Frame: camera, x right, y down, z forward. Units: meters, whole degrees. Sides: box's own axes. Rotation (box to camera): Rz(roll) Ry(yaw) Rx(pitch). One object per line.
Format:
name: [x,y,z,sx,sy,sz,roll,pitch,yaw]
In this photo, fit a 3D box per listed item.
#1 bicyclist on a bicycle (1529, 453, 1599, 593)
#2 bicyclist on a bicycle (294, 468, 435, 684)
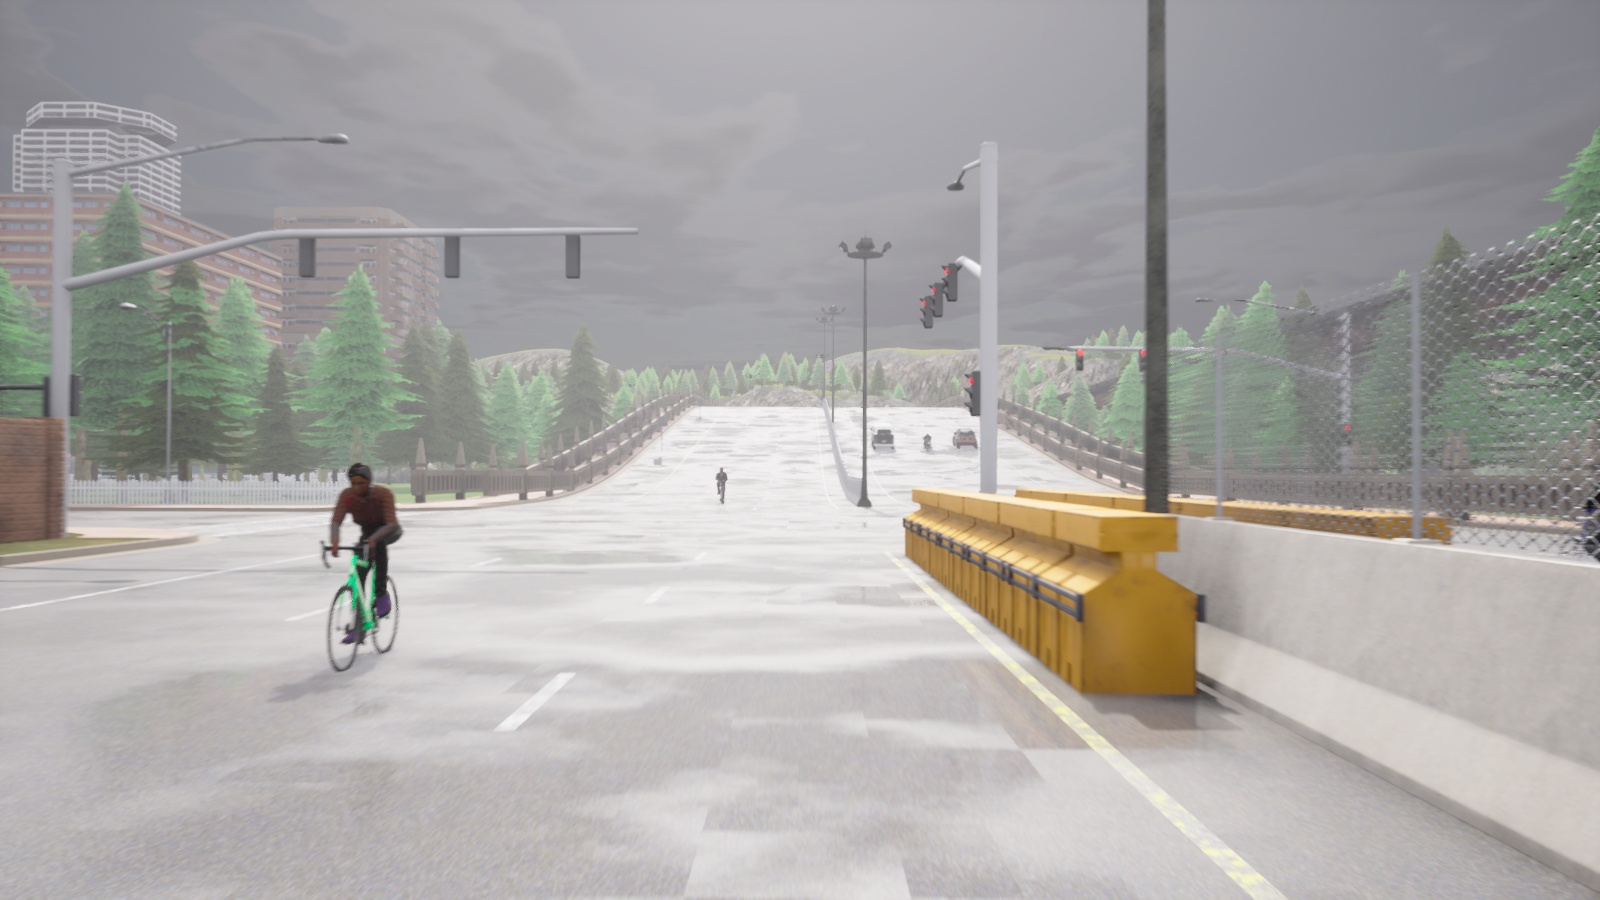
bicyclist on a bicycle: [10.459,0.927,16.514,0.659,1.776,1.843,0,-1,0]
bicyclist on a bicycle: [-3.525,0.959,10.295,0.582,1.620,1.656,0,-1,0]
